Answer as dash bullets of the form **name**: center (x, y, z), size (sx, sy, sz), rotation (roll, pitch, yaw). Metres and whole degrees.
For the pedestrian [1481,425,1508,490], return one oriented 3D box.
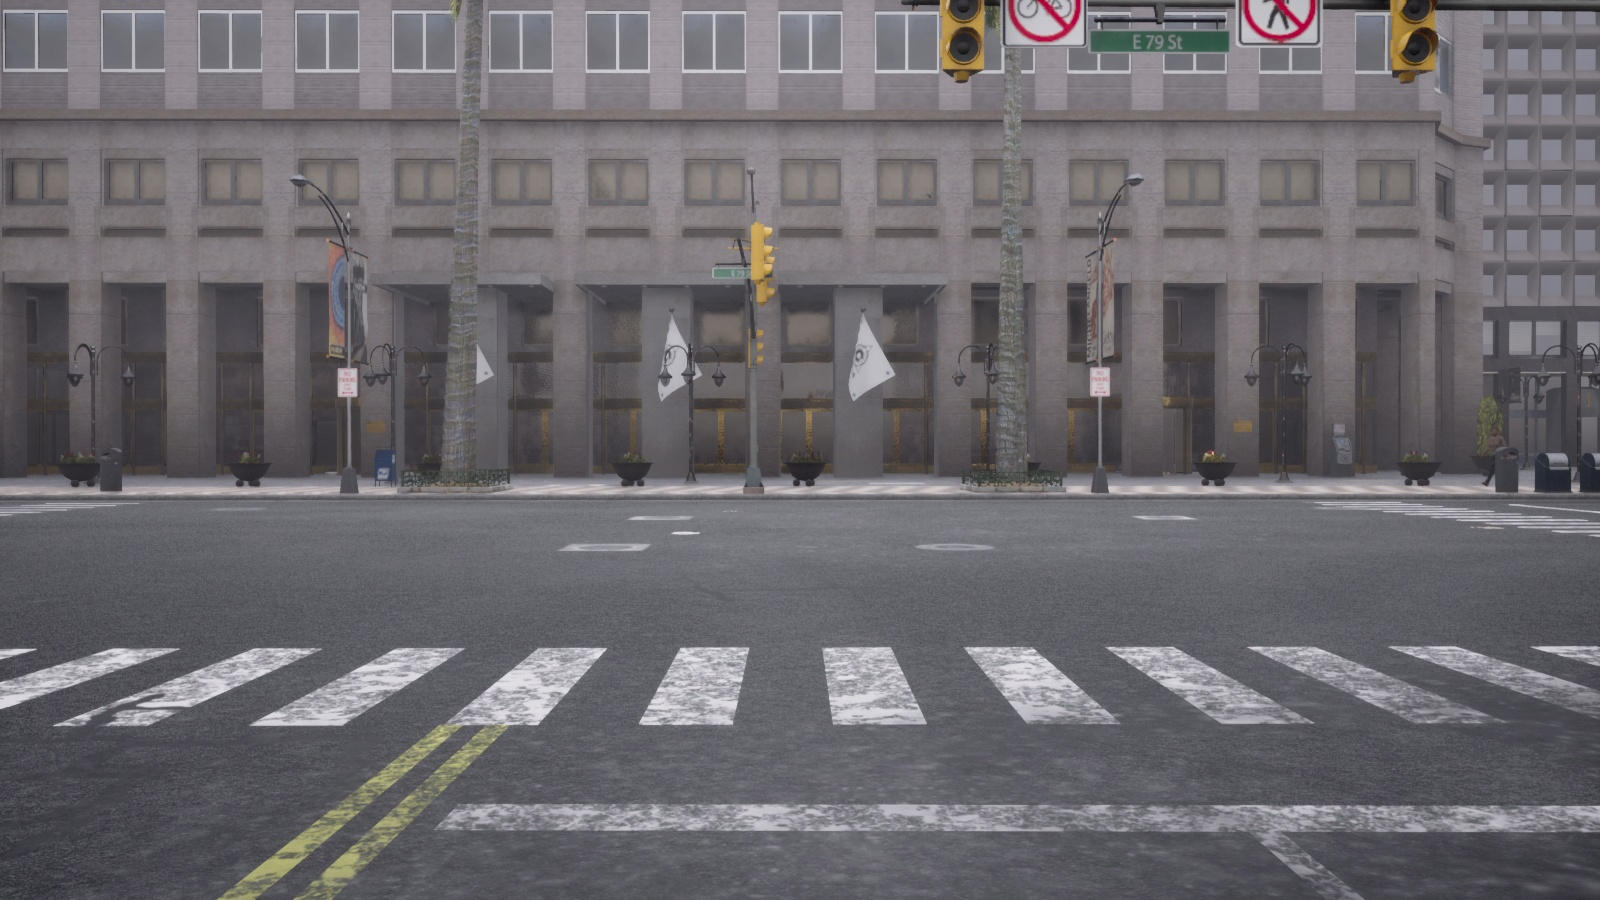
- **pedestrian**: center (20.014, 0.215, 36.192), size (0.634, 1.846, 0.331), rotation (0, 0, -17)
